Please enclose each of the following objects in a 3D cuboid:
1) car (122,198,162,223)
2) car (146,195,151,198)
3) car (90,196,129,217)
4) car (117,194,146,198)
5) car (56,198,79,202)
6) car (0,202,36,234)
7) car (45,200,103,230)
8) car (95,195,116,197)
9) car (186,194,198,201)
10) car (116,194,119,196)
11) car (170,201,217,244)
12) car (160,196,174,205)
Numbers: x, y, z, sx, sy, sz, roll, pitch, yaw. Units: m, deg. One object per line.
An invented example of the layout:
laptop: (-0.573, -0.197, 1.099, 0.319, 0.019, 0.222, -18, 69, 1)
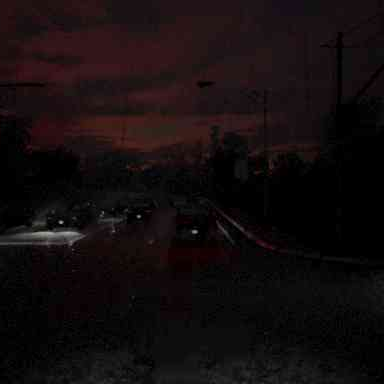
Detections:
car: (-3.402, 1.374, 23.582, 1.812, 1.442, 4.674, 0, 0, 0)
car: (-7.016, 1.069, 48.679, 1.994, 1.385, 4.181, 0, 1, 0)
car: (-7.038, 1.337, 28.733, 1.812, 1.442, 4.674, 0, 0, 0)
car: (-7.004, 1.256, 38.685, 1.994, 1.385, 4.181, 0, 1, 0)
car: (-10.539, 1.308, 28.052, 2.128, 1.511, 4.902, 0, 0, 0)
car: (-10.587, 1.358, 18.564, 1.882, 1.535, 5.008, 0, 0, 0)
car: (-7.084, 1.436, 19.977, 1.994, 1.385, 4.181, 0, 0, 0)
car: (-10.504, 1.203, 38.298, 1.837, 1.490, 4.892, 0, 1, 0)
car: (-0.018, 1.021, 50.110, 2.033, 1.411, 5.357, 0, 1, 0)
car: (-10.517, 1.050, 48.746, 2.033, 1.411, 5.357, 0, 1, 0)
car: (0.098, 1.379, 15.375, 1.882, 1.535, 5.008, 0, 0, 0)
car: (-3.409, 1.193, 44.471, 1.895, 1.301, 4.718, 0, 1, 0)
